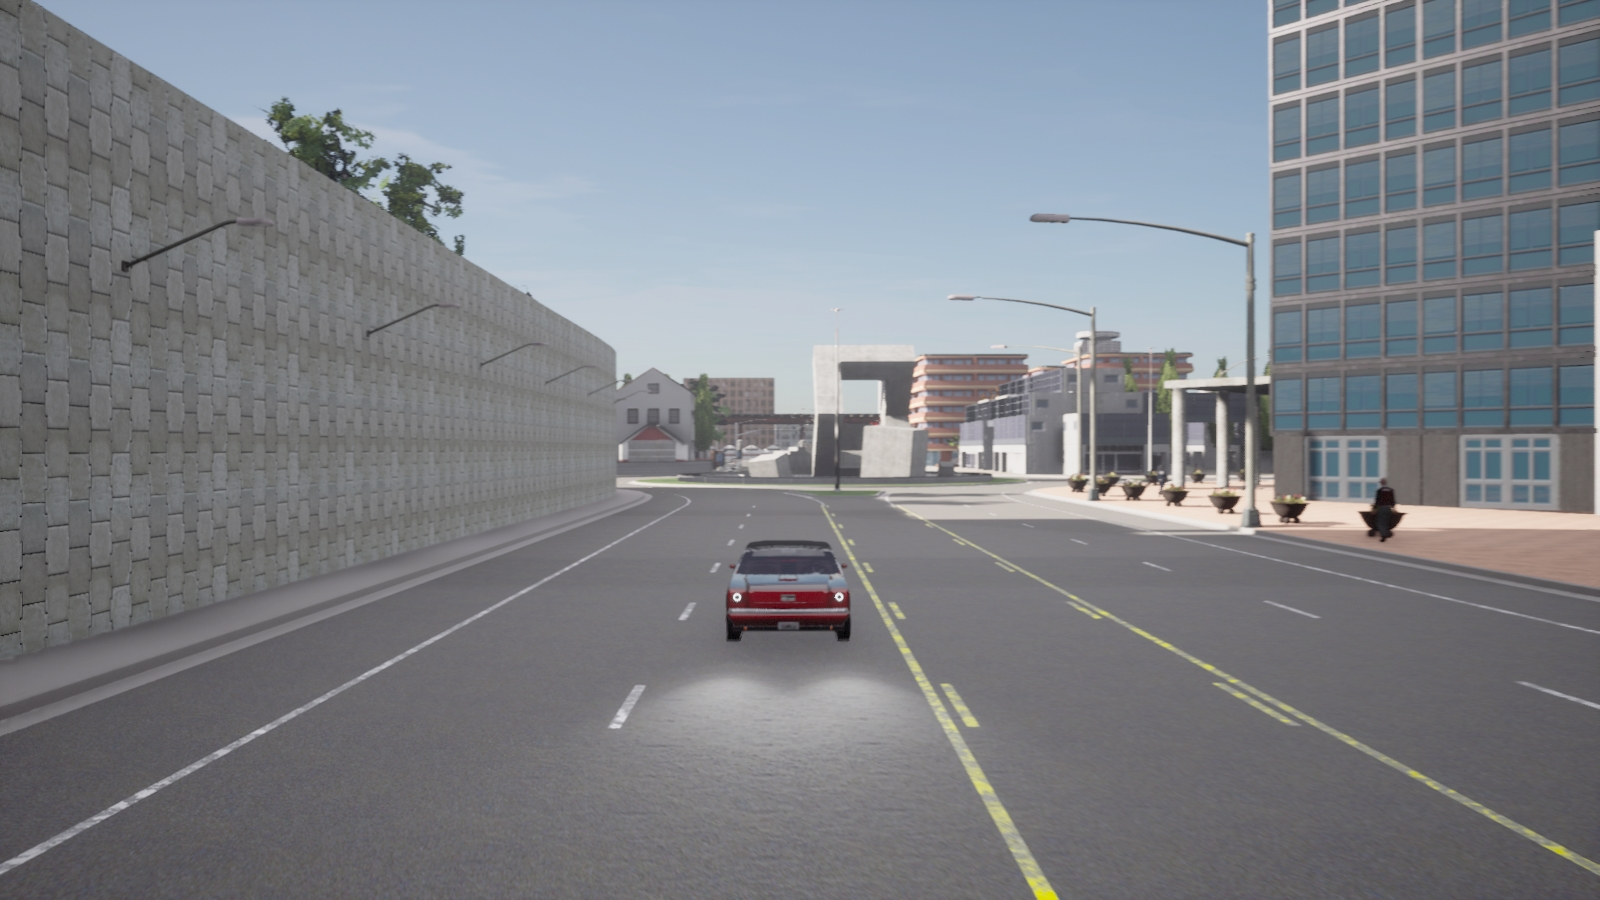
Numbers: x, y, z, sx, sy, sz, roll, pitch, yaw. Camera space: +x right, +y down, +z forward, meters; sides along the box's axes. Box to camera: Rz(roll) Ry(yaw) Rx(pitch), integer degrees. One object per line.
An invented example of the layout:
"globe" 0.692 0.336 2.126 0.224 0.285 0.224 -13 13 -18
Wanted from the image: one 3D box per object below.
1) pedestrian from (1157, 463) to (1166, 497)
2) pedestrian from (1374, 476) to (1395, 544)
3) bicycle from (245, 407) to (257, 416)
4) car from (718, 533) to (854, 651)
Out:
"pedestrian" 19.815 1.654 62.612 0.375 1.860 0.375 0 0 35
"pedestrian" 16.251 1.656 31.770 0.375 1.860 0.375 0 0 0
"bicycle" -81.981 -5.693 170.537 0.859 1.301 1.487 -2 0 6
"car" -0.217 2.152 18.290 1.895 1.301 4.718 0 0 -1
